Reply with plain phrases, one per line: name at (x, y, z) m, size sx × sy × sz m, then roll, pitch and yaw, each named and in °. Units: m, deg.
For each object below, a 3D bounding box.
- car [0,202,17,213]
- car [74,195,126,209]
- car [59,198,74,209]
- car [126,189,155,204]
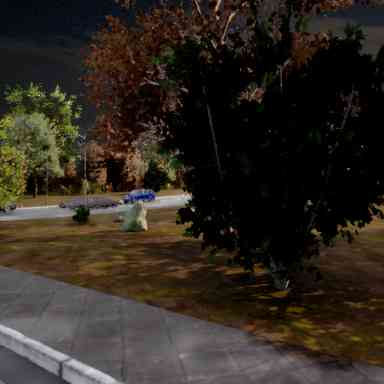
car at (-21.005, 1.533, 34.658) m, size 2.128 × 1.511 × 4.902 m, roll 0°, pitch 1°, yaw 39°
car at (-11.197, 1.323, 40.860) m, size 2.033 × 1.411 × 5.357 m, roll 0°, pitch 2°, yaw 39°
car at (-14.742, 1.385, 42.386) m, size 1.994 × 1.385 × 4.181 m, roll 0°, pitch 2°, yaw 38°
car at (-8.092, 0.627, 50.555) m, size 2.150 × 2.045 × 5.566 m, roll 0°, pitch 3°, yaw 40°
